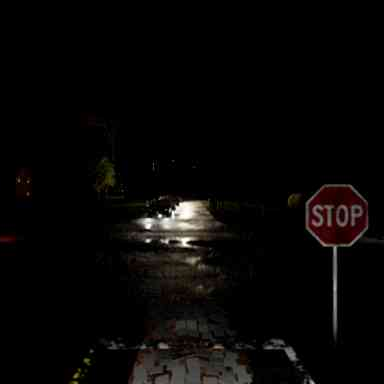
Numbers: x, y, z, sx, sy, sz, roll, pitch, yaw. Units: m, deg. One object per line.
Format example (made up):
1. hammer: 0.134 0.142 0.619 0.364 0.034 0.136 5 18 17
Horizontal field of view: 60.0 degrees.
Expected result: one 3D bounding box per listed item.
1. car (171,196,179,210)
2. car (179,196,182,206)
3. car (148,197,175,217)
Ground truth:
1. car: -2.851 1.461 39.429 1.812 1.442 4.674 0 0 0
2. car: -2.840 1.394 49.867 1.882 1.535 5.008 0 0 0
3. car: -2.871 1.477 30.393 1.812 1.442 4.674 0 0 1
